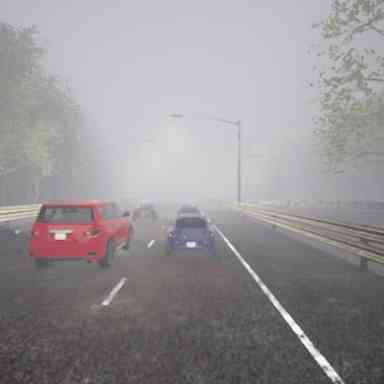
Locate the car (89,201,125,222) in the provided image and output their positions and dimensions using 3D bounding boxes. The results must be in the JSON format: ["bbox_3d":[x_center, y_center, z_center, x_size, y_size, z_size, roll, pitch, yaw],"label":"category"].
[{"bbox_3d":[-7.257,1.636,28.939,1.882,1.535,5.008,0,0,-1],"label":"car"}]

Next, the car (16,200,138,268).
[{"bbox_3d":[-3.524,1.283,11.578,2.150,2.045,5.566,0,0,0],"label":"car"}]

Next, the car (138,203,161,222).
[{"bbox_3d":[-3.742,1.642,27.767,2.128,1.511,4.902,0,0,-1],"label":"car"}]

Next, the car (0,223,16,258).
[{"bbox_3d":[-7.026,1.603,10.572,2.033,1.411,5.357,0,0,0],"label":"car"}]

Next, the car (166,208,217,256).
[{"bbox_3d":[-0.027,1.594,13.408,1.812,1.442,4.674,0,0,0],"label":"car"}]

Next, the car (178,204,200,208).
[{"bbox_3d":[-0.245,1.715,27.957,1.994,1.385,4.181,0,0,-1],"label":"car"}]
